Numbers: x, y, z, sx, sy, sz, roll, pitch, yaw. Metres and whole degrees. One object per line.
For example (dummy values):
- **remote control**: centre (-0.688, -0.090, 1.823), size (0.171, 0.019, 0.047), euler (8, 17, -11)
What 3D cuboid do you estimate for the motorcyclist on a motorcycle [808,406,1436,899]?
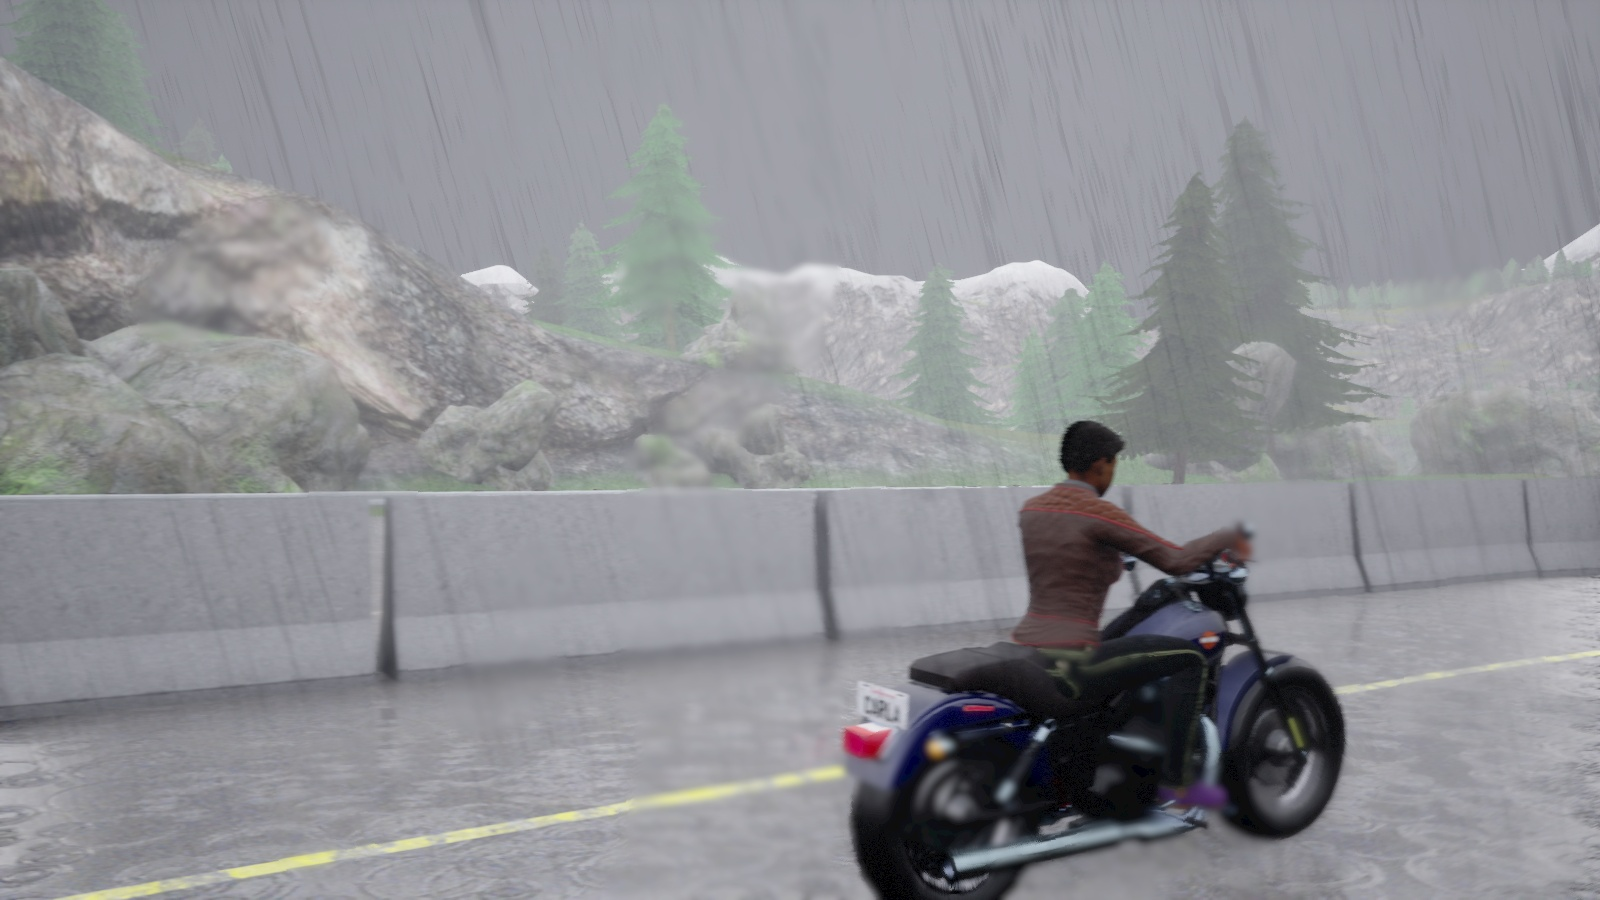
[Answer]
- **motorcyclist on a motorcycle**: centre (1.226, 0.702, 4.480), size (2.350, 1.649, 0.766), euler (0, 0, -33)
